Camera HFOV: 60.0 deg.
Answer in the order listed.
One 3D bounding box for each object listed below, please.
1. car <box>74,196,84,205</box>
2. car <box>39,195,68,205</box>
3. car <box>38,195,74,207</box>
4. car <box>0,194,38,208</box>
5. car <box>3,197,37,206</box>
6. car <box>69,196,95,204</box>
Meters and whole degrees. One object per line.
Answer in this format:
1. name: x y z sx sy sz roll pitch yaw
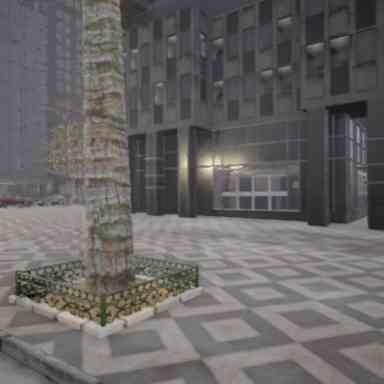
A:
1. car: -15.983 1.348 50.573 1.947 1.339 4.313 0 0 35
2. car: -22.996 1.294 55.421 1.967 1.590 4.097 0 0 35
3. car: -19.186 1.365 45.934 1.947 1.339 4.313 0 0 35
4. car: -22.392 1.131 41.294 2.192 1.841 5.009 0 0 35
5. car: -26.199 1.452 50.781 1.802 1.307 4.206 0 0 35
6. car: -19.790 1.422 60.062 1.802 1.307 4.206 0 0 35
